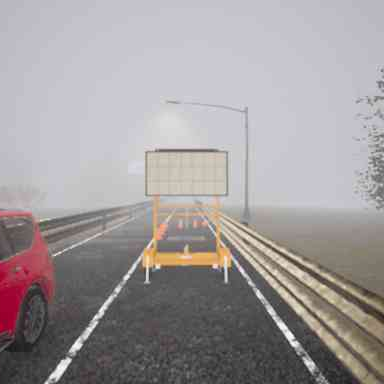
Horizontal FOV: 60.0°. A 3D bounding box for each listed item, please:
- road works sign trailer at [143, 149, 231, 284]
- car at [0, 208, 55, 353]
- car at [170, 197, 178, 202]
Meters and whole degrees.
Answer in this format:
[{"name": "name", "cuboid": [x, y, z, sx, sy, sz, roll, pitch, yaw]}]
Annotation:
[{"name": "road works sign trailer", "cuboid": [-0.151, 0.530, 9.821, 2.380, 3.560, 2.880, 0, 0, -1]}, {"name": "car", "cuboid": [-3.298, 1.245, 3.274, 2.150, 2.045, 5.566, 0, 0, -1]}, {"name": "car", "cuboid": [-4.794, 2.126, 89.742, 1.812, 1.442, 4.674, 0, 0, -1]}]
